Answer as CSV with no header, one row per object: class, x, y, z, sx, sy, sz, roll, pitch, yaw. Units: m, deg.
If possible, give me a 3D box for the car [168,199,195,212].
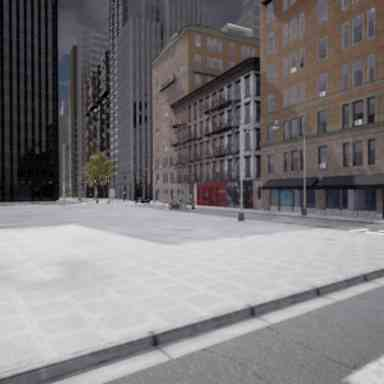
car,-1.308,1.605,40.893,2.128,1.511,4.902,0,0,-26
